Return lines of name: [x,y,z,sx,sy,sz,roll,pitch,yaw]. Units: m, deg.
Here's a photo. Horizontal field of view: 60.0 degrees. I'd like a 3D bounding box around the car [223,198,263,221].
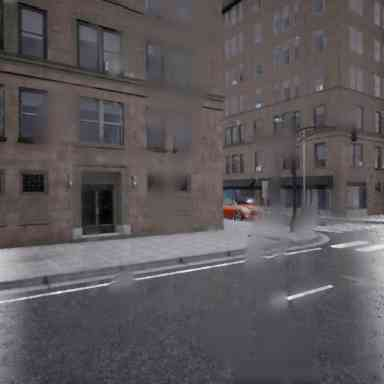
car: [3.469,1.277,26.353,2.097,1.767,4.553,-1,1,-35]
